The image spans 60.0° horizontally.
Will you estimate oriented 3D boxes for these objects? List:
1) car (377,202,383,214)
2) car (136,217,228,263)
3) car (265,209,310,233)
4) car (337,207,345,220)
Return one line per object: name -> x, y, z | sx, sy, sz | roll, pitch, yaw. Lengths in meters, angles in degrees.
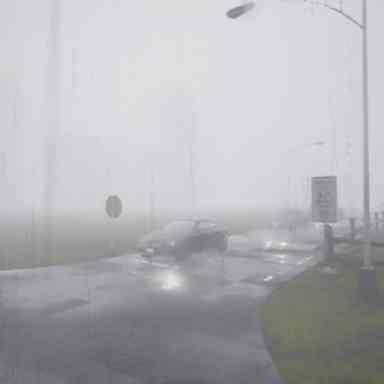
car -> 28.282, 2.232, 48.383 | 2.097, 1.767, 4.553 | -1, -1, 35
car -> -0.164, 1.755, 13.230 | 1.812, 1.442, 4.674 | -1, -1, 33
car -> 6.669, 1.907, 22.987 | 2.128, 1.511, 4.902 | -1, -2, 35
car -> 13.710, 2.148, 32.909 | 2.033, 1.411, 5.357 | -1, -1, 35
